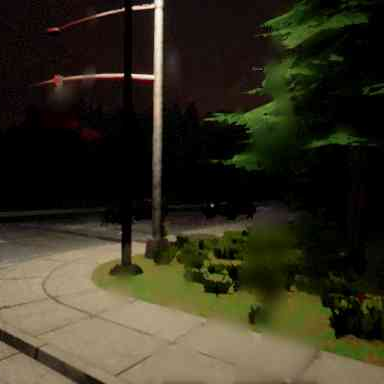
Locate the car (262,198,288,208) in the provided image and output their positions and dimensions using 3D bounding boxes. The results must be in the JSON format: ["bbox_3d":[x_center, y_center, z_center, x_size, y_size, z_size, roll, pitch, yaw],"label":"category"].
[{"bbox_3d":[10.794,1.392,43.216,1.895,1.301,4.718,1,0,37],"label":"car"}]

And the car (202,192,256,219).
[{"bbox_3d":[2.971,1.053,25.880,2.150,2.045,5.566,1,0,35],"label":"car"}]

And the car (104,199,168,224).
[{"bbox_3d":[-3.715,1.267,22.659,1.882,1.535,5.008,1,1,35],"label":"car"}]
